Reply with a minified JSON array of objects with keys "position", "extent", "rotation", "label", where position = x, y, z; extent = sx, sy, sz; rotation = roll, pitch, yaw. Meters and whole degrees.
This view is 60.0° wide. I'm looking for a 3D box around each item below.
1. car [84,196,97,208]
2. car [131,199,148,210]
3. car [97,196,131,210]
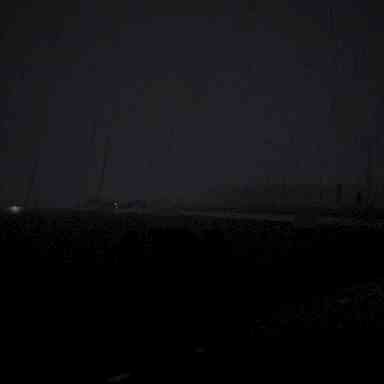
[{"position":[-16.680,1.721,58.049],"extent":[5.566,2.045,2.150],"rotation":[-1,0,43],"label":"car"},{"position":[-8.682,1.877,50.624],"extent":[4.902,1.511,2.128],"rotation":[-1,0,44],"label":"car"},{"position":[-11.634,1.776,49.507],"extent":[4.553,1.767,2.097],"rotation":[-1,0,44],"label":"car"}]
